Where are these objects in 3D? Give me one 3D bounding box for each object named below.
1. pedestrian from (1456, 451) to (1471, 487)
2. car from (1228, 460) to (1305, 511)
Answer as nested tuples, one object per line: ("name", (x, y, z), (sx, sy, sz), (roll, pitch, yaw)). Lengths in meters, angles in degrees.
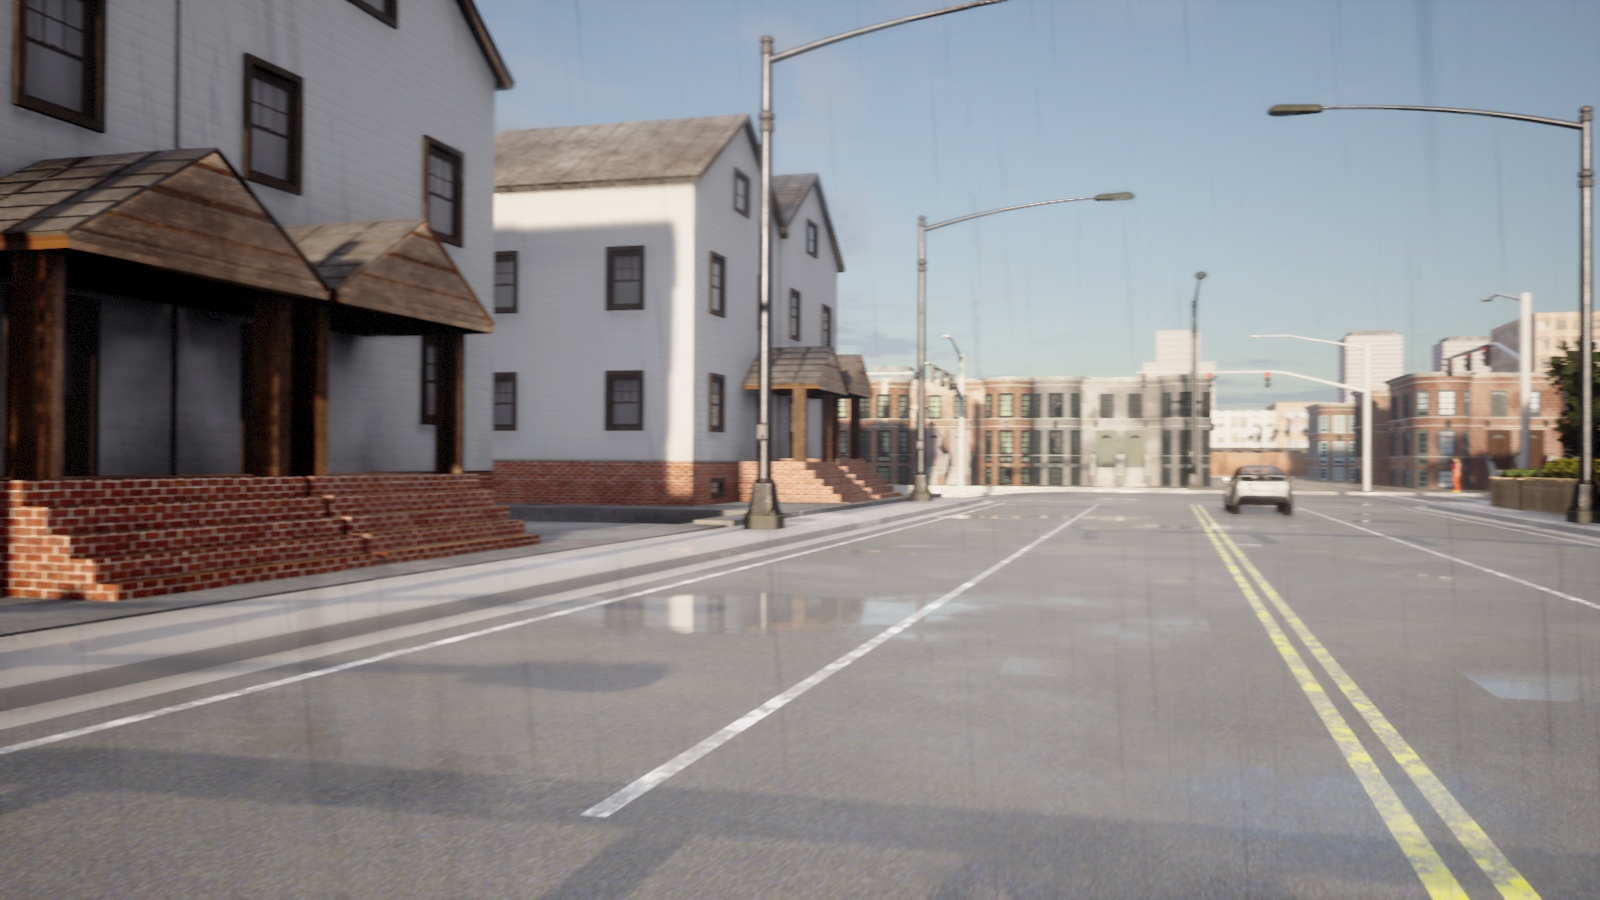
("pedestrian", (33.619, 0.972, 63.622), (0.594, 1.836, 0.345), (0, -1, 16))
("car", (14.812, 1.095, 40.069), (2.007, 1.525, 4.514), (0, -1, 16))
